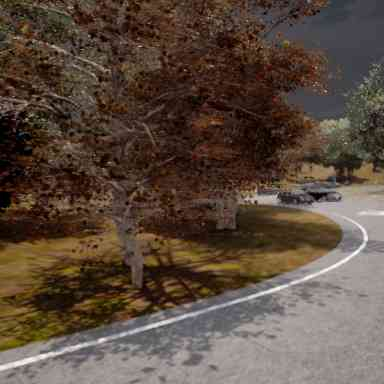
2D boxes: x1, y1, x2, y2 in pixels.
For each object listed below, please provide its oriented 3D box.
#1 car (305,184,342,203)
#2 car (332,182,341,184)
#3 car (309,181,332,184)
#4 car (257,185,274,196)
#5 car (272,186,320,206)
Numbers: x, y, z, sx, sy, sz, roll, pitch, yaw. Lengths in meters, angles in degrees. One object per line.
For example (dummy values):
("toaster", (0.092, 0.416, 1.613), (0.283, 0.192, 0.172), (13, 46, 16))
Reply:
("car", (13.567, 0.267, 35.273), (2.128, 1.511, 4.902), (-4, 2, -20))
("car", (25.619, -1.317, 62.969), (4.718, 1.301, 1.895), (-3, 2, -13))
("car", (21.129, -0.934, 57.731), (5.357, 1.411, 2.033), (-5, 3, -27))
("car", (12.007, -0.276, 53.094), (1.837, 1.490, 4.892), (-3, 2, 33))
("car", (10.452, 0.493, 33.861), (1.837, 1.490, 4.892), (-4, 2, -14))
